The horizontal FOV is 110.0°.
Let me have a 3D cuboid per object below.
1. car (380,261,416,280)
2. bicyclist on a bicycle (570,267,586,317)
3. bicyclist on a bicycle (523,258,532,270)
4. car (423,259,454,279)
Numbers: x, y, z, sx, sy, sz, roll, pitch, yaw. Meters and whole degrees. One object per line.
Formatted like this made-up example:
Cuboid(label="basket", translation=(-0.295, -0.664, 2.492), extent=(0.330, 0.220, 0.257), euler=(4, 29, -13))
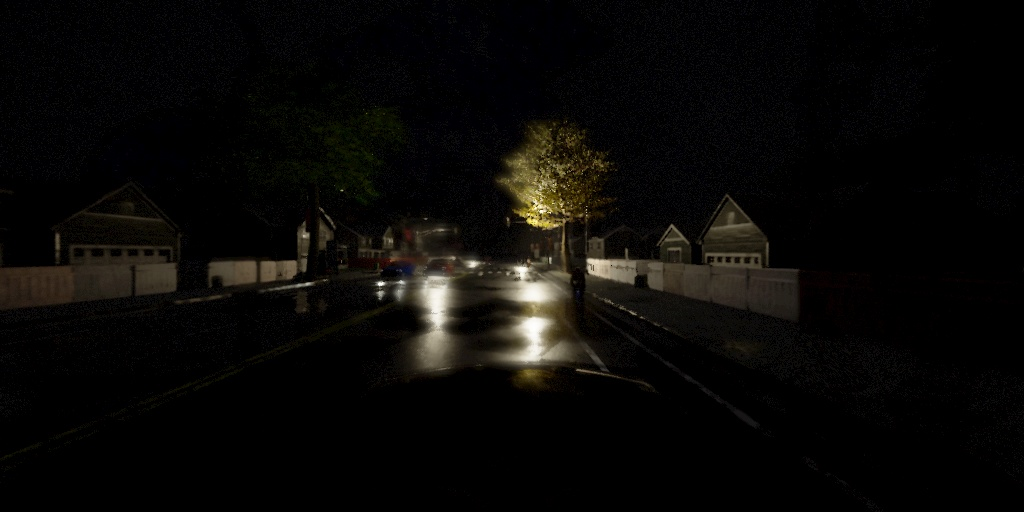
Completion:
Cuboid(label="car", translation=(-9.815, 1.181, 31.253), extent=(1.882, 1.535, 5.008), euler=(0, 0, 0))
Cuboid(label="bicyclist on a bicycle", translation=(2.241, 1.187, 12.105), extent=(0.582, 1.620, 1.656), euler=(0, 0, 0))
Cuboid(label="bicyclist on a bicycle", translation=(2.229, 1.111, 47.689), extent=(0.866, 1.612, 1.509), euler=(0, 0, 0))
Cuboid(label="car", translation=(-6.558, 1.052, 32.318), extent=(2.097, 1.767, 4.553), euler=(0, 0, 0))
